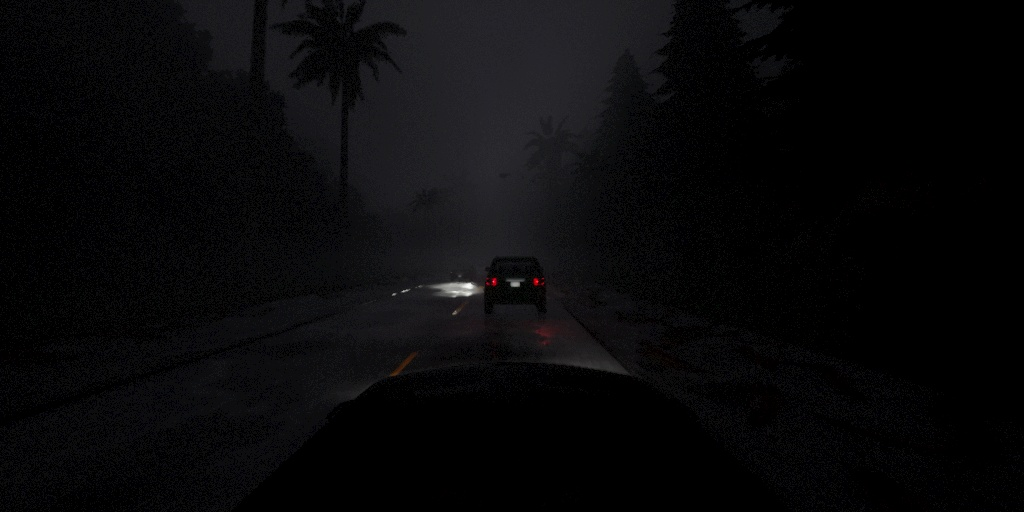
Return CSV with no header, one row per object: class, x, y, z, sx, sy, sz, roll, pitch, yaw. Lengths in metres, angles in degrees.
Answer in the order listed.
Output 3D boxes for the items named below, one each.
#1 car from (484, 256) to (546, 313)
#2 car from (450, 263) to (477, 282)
car,0.104,1.013,14.296,2.150,2.045,5.566,0,0,0
car,-4.099,1.334,30.665,2.128,1.511,4.902,0,0,0
